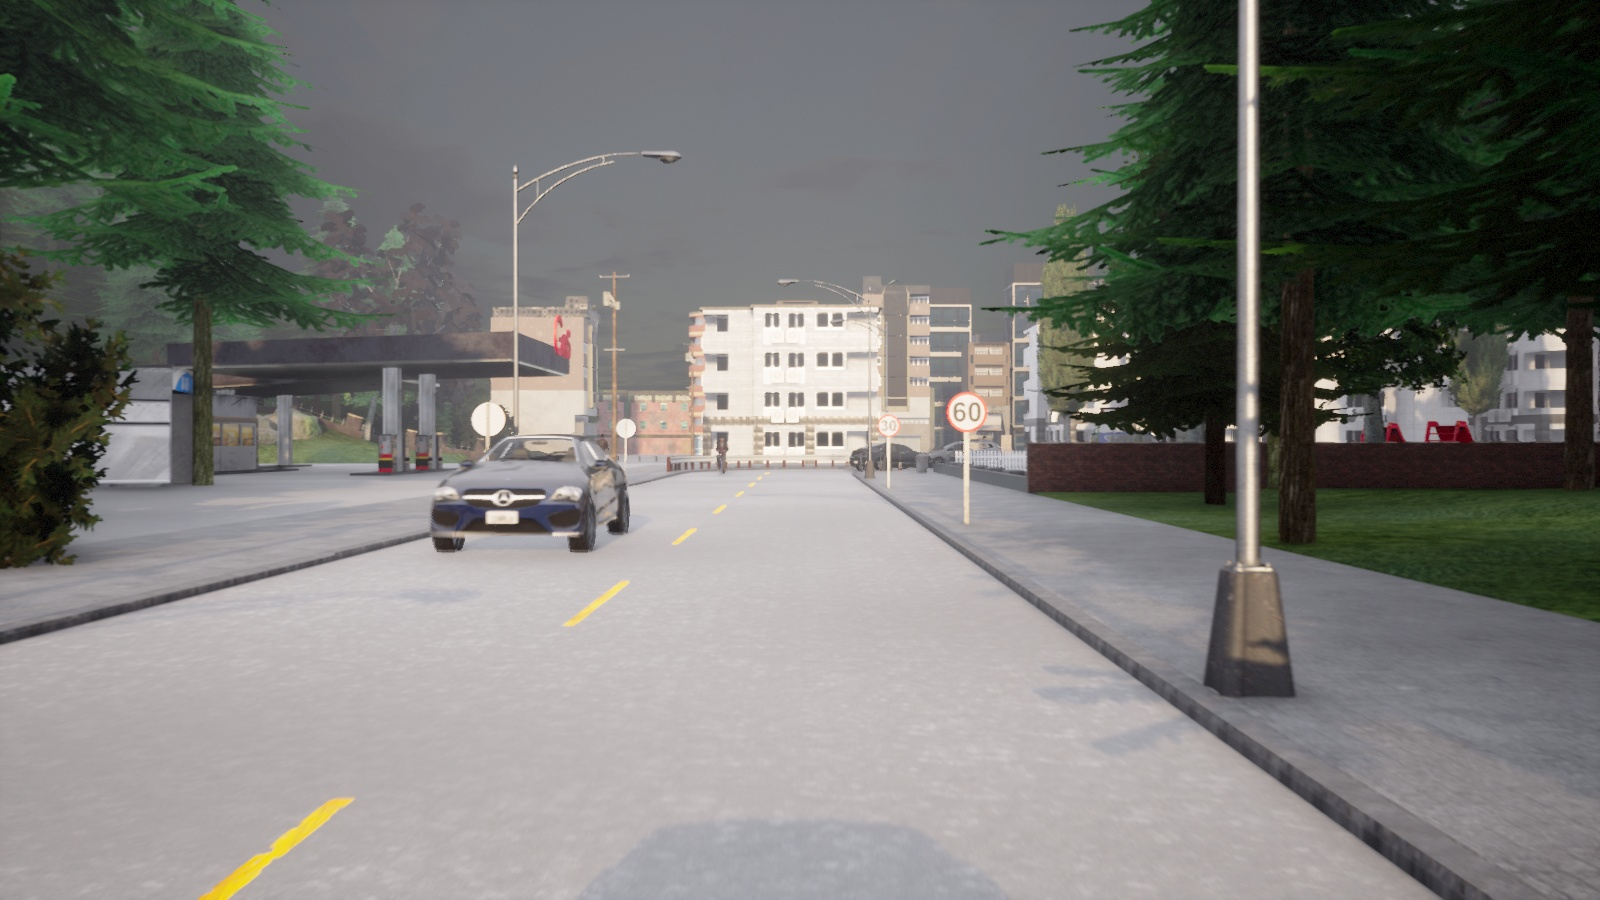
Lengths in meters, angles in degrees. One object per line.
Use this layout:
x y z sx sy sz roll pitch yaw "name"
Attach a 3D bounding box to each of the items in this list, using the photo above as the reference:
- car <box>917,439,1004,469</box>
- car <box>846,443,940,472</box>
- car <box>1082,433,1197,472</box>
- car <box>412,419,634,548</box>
9.044 0.198 71.129 4.611 1.667 2.242 0 0 -1 "car"
4.916 0.384 66.122 4.892 1.490 1.837 0 0 -36 "car"
18.120 0.102 67.136 5.566 2.045 2.150 0 0 1 "car"
-3.883 0.418 18.588 2.152 1.651 5.027 0 0 0 "car"
